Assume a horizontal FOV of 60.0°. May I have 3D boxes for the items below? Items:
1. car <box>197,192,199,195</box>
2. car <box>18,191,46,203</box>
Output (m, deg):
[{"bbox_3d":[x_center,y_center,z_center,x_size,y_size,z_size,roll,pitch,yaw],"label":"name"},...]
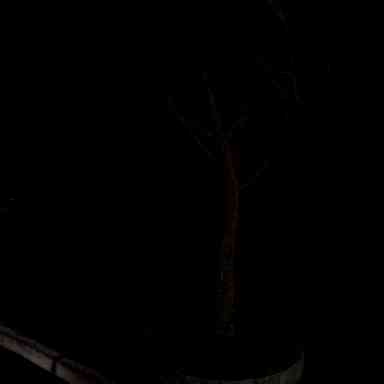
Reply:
[{"bbox_3d":[2.749,0.934,70.019,2.150,2.045,5.566,1,0,32],"label":"car"},{"bbox_3d":[-20.069,0.923,40.672,2.150,2.045,5.566,1,0,32],"label":"car"}]
